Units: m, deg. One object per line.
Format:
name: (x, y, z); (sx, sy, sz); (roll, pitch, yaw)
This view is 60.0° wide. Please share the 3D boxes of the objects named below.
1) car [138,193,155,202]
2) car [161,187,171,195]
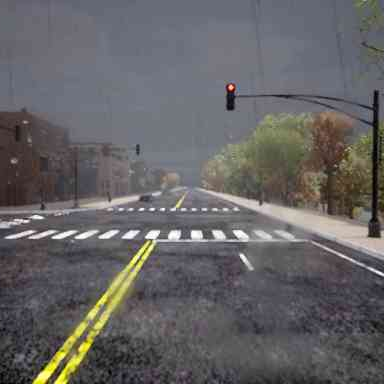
car: (-6.584, 0.808, 48.461); (1.994, 1.385, 4.181); (0, 2, 0)
car: (-6.726, -0.192, 86.667); (2.150, 2.045, 5.566); (0, 1, 0)
